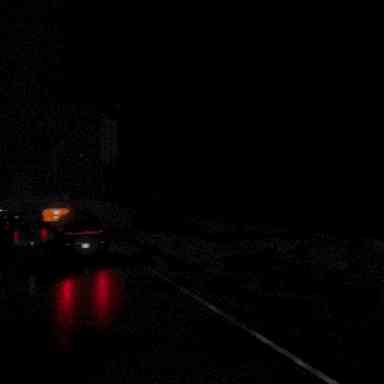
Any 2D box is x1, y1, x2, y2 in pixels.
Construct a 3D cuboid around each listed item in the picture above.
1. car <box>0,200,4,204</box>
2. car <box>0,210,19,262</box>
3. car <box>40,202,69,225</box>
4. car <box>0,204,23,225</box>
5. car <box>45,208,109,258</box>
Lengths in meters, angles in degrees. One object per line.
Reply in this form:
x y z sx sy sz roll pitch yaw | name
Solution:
-29.686 1.900 50.456 1.837 1.490 4.892 0 0 -25 | car
-7.578 1.632 12.121 1.837 1.490 4.892 0 0 -25 | car
-11.100 1.607 26.971 2.097 1.767 4.553 0 -1 -25 | car
-13.961 1.839 25.410 1.895 1.301 4.718 0 -1 -25 | car
-4.651 1.634 13.533 2.128 1.511 4.902 0 0 -25 | car
